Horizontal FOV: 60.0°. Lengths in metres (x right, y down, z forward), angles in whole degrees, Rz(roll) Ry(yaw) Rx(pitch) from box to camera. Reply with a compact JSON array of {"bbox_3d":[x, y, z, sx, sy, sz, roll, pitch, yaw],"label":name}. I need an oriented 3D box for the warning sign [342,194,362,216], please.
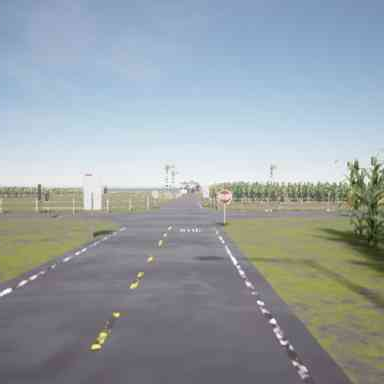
[{"bbox_3d":[14.063,1.101,29.353,1.060,1.860,1.300,0,1,-6],"label":"warning sign"}]
